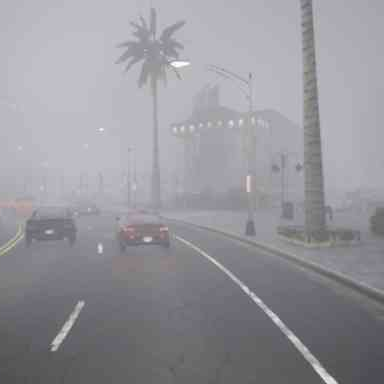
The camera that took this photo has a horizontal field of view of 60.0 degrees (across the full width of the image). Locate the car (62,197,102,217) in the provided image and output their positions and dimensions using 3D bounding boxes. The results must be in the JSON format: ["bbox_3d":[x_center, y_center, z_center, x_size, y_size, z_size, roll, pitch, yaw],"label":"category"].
[{"bbox_3d":[-9.319,1.363,28.080,1.994,1.385,4.181,0,0,-35],"label":"car"}]

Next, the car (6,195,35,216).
[{"bbox_3d":[-15.602,1.150,30.155,2.097,1.767,4.553,-1,1,-42],"label":"car"}]

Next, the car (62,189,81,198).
[{"bbox_3d":[-22.614,0.814,62.343,4.553,1.767,2.185,0,1,31],"label":"car"}]

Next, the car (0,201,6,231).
[{"bbox_3d":[-9.757,1.129,14.259,2.150,2.045,5.566,0,1,-21],"label":"car"}]

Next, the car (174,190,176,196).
[{"bbox_3d":[-2.363,0.925,63.348,4.674,1.452,2.002,0,1,31],"label":"car"}]

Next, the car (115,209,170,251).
[{"bbox_3d":[-2.103,1.423,13.517,1.812,1.442,4.674,0,0,-15],"label":"car"}]

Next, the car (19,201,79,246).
[{"bbox_3d":[-6.247,1.372,15.056,1.882,1.535,5.008,0,0,-19],"label":"car"}]
